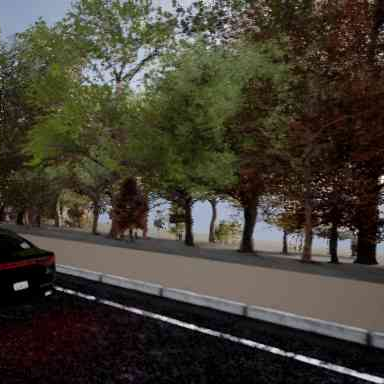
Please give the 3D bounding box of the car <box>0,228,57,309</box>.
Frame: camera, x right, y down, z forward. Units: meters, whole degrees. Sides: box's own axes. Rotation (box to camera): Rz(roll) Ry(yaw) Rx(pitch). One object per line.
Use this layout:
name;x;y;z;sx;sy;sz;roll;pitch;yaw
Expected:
car;-5.008;1.492;7.258;5.008;1.535;1.882;0;0;36
